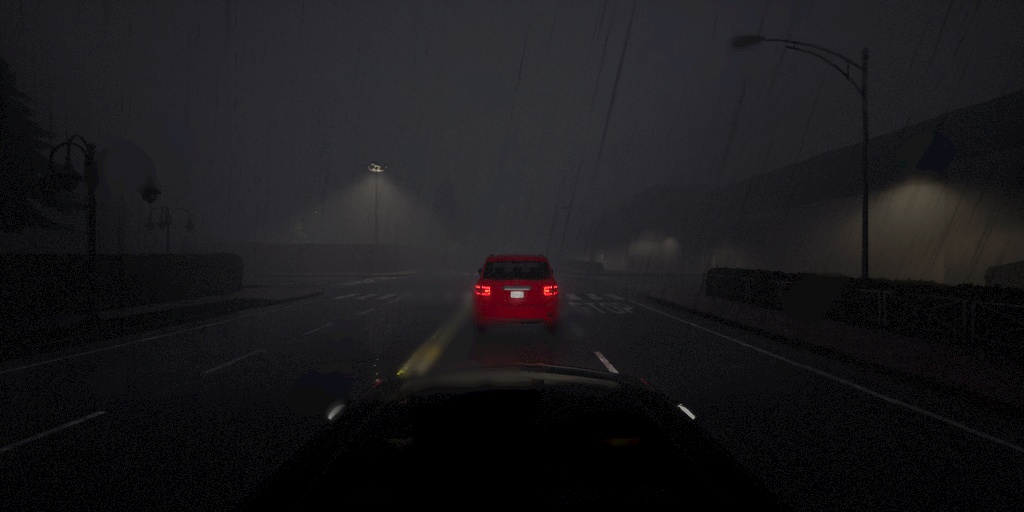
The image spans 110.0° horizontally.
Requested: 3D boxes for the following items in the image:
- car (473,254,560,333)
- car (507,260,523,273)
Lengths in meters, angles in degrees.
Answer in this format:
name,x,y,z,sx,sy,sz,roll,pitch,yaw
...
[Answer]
name,x,y,z,sx,sy,sz,roll,pitch,yaw
car,0.122,0.971,10.847,2.150,2.045,5.566,0,0,0
car,0.343,1.228,44.402,1.882,1.535,5.008,0,0,1
